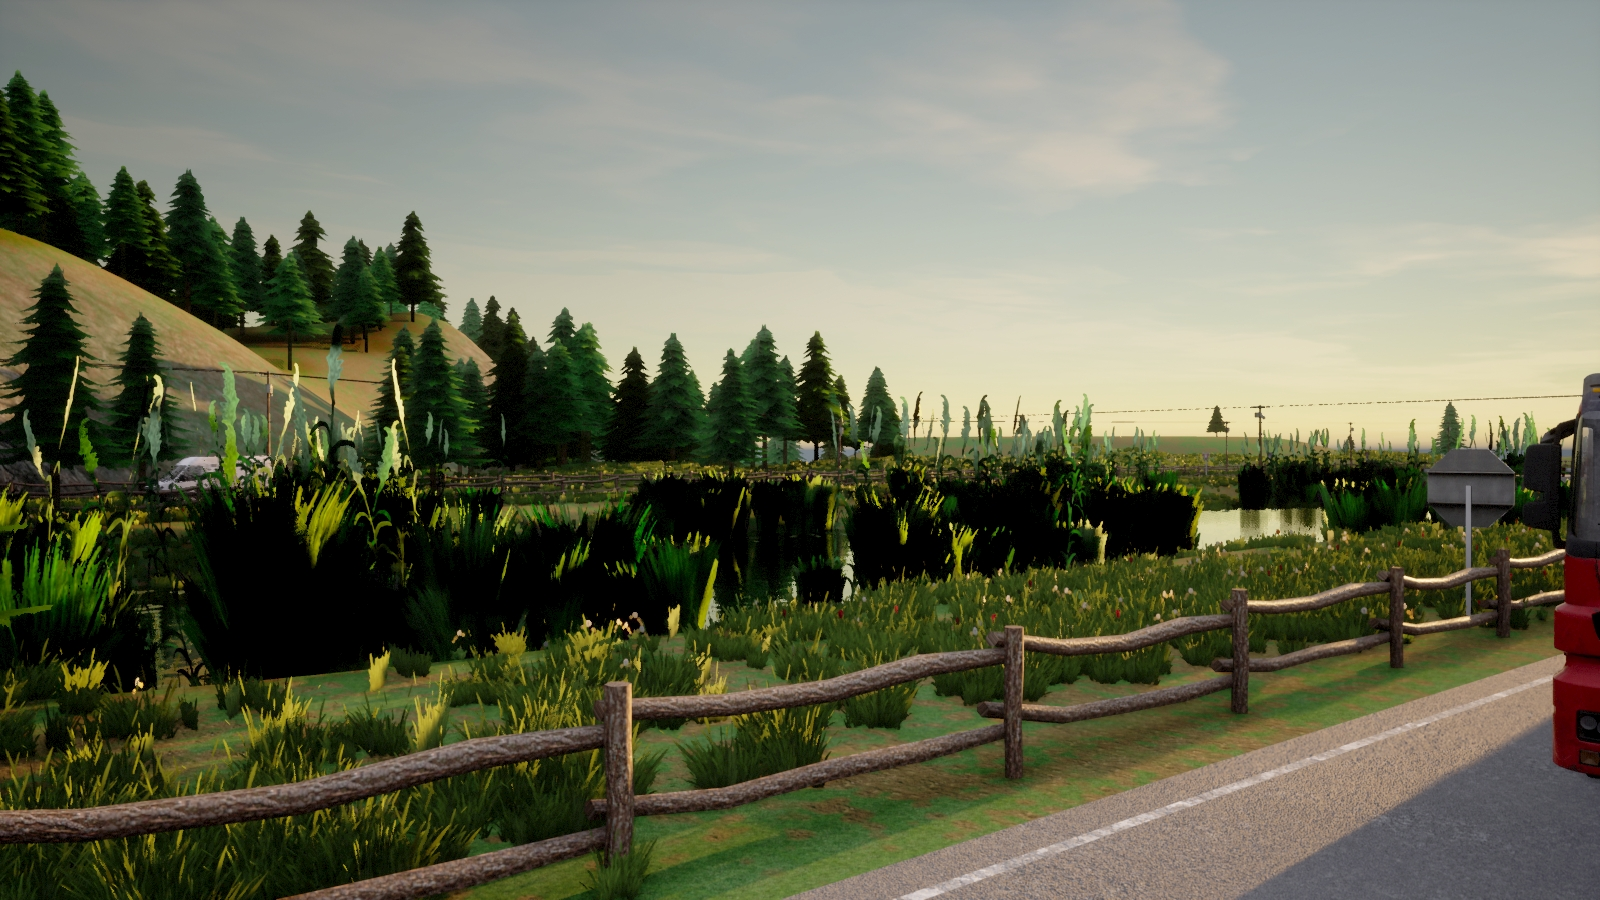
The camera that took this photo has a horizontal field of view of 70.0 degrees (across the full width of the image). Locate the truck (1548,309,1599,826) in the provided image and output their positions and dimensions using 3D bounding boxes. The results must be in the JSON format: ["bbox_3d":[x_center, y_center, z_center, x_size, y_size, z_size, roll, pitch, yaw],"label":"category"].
[{"bbox_3d":[9.527,0.862,10.953,2.891,3.827,8.468,0,0,40],"label":"truck"}]

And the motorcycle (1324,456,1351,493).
[{"bbox_3d":[35.015,1.577,74.470,2.033,2.348,0.803,0,0,-39],"label":"motorcycle"}]

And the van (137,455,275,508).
[{"bbox_3d":[-30.136,1.534,58.162,1.988,2.561,5.915,0,0,42],"label":"van"}]
